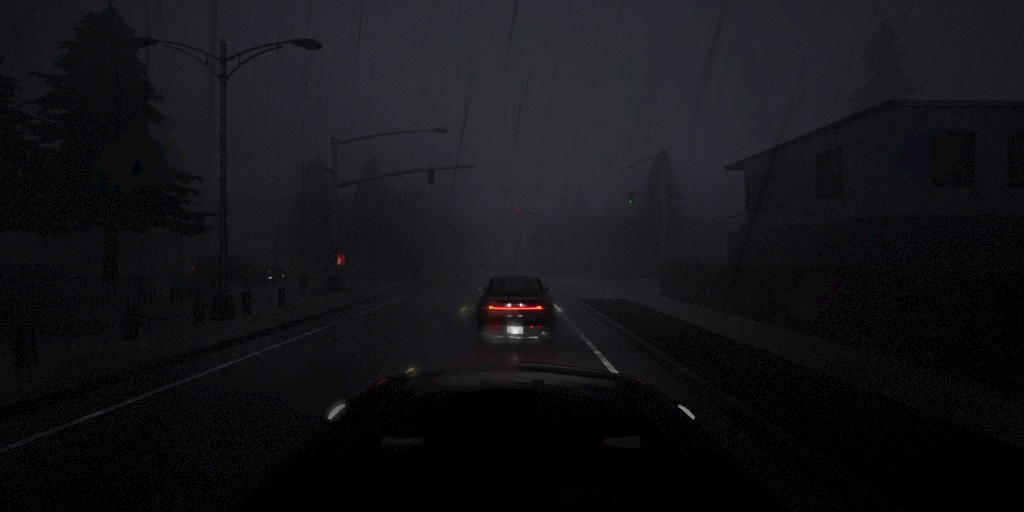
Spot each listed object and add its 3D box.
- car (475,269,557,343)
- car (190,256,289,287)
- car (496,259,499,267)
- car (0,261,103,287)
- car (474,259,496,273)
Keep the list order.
[{"bbox_3d":[0.092,1.255,9.684,1.837,1.490,4.892,0,0,0],"label":"car"},{"bbox_3d":[-18.181,0.990,24.058,5.566,2.045,2.150,0,0,-1],"label":"car"},{"bbox_3d":[-3.475,1.240,54.581,2.128,1.511,4.902,0,0,0],"label":"car"},{"bbox_3d":[-30.360,1.257,23.736,4.902,1.511,2.128,0,0,-1],"label":"car"},{"bbox_3d":[-3.505,1.297,44.399,2.033,1.411,5.357,0,0,0],"label":"car"}]
